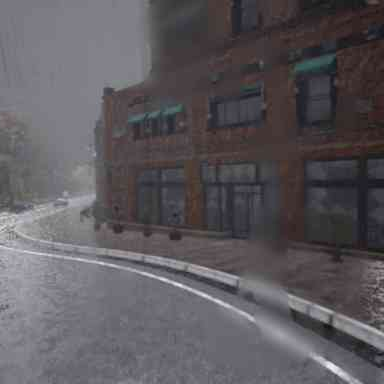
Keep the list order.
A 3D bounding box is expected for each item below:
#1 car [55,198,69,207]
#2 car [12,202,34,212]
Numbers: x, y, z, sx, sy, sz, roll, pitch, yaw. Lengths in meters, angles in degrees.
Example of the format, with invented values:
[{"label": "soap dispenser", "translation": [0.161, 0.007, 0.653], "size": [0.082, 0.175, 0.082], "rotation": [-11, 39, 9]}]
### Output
[{"label": "car", "translation": [-23.306, 1.829, 59.578], "size": [1.812, 1.442, 4.674], "rotation": [-1, 1, -11]}, {"label": "car", "translation": [-24.385, 2.103, 48.094], "size": [1.895, 1.301, 4.718], "rotation": [-1, 1, -11]}]
